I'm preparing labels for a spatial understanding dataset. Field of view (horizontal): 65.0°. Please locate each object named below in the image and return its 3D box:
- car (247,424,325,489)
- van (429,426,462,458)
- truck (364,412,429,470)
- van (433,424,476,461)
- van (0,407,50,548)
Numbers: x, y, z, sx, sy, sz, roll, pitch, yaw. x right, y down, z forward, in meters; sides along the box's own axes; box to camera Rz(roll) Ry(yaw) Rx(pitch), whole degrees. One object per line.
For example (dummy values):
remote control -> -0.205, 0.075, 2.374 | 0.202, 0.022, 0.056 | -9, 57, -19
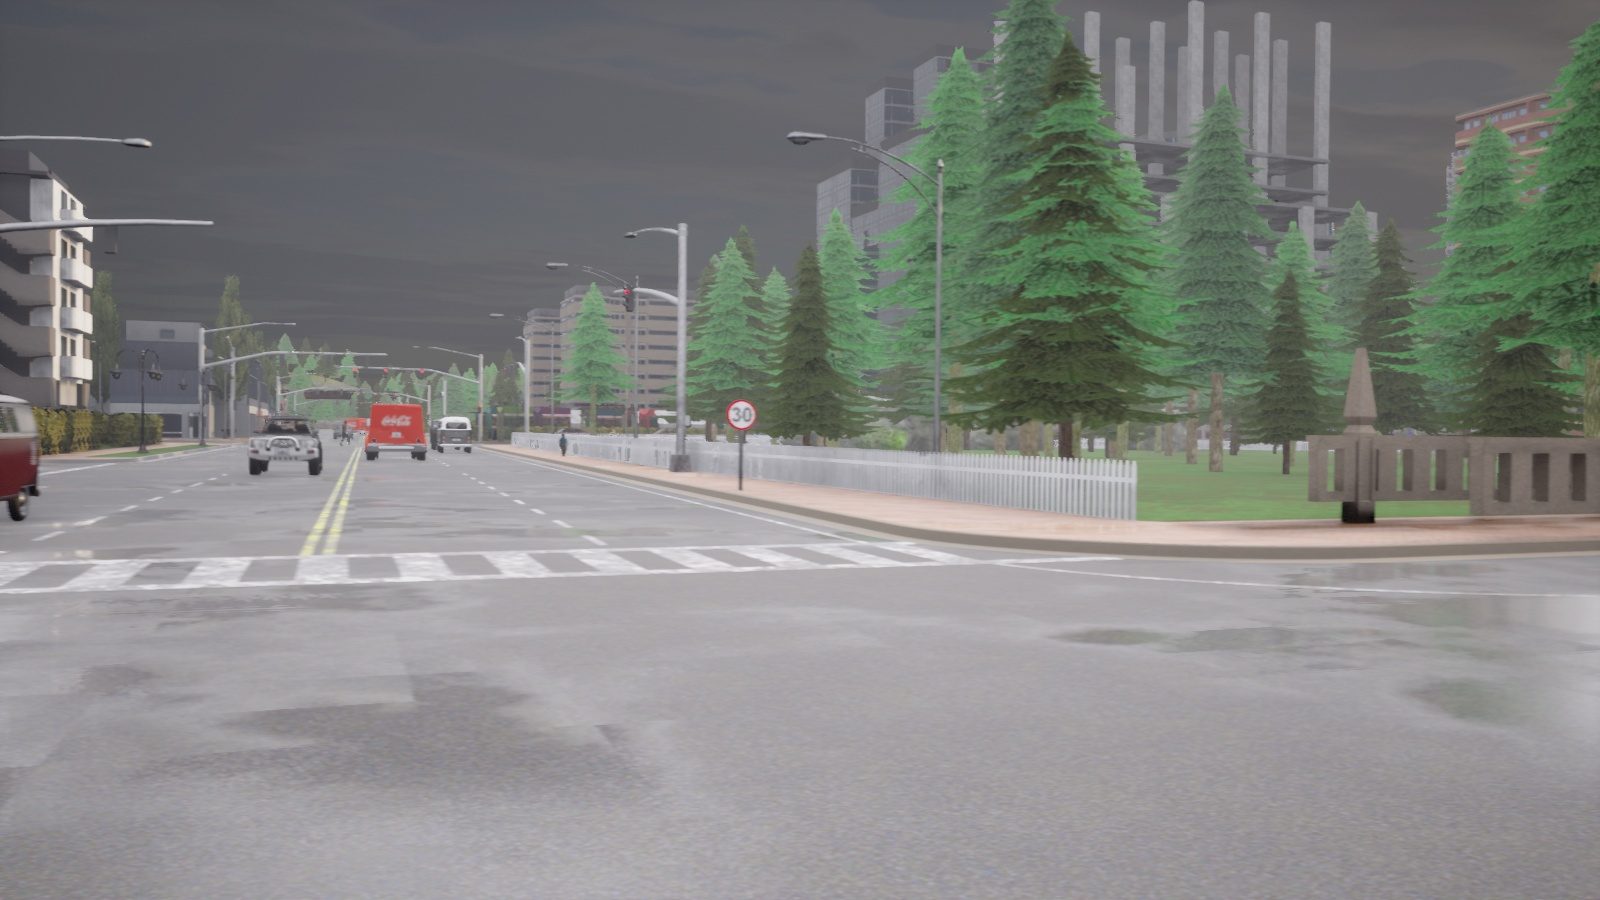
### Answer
car -> -15.687, 0.157, 38.549 | 1.932, 1.855, 4.605 | -1, 1, -19
van -> -22.658, -0.510, 80.231 | 1.775, 1.987, 4.442 | -1, 1, -19
truck -> -18.194, -0.412, 56.540 | 2.627, 2.467, 5.204 | -1, 1, -19
van -> -19.789, -0.435, 71.906 | 2.069, 2.038, 4.480 | -1, 1, -19
van -> -12.288, 0.391, 17.957 | 1.775, 1.987, 4.442 | -1, 1, -19
